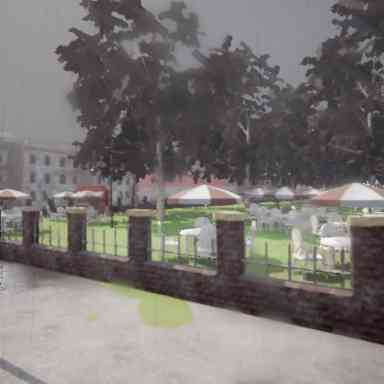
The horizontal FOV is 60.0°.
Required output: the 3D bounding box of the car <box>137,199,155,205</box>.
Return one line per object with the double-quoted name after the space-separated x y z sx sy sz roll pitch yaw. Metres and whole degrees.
-7.751 1.931 60.051 2.033 1.411 5.357 -1 0 35 "car"
